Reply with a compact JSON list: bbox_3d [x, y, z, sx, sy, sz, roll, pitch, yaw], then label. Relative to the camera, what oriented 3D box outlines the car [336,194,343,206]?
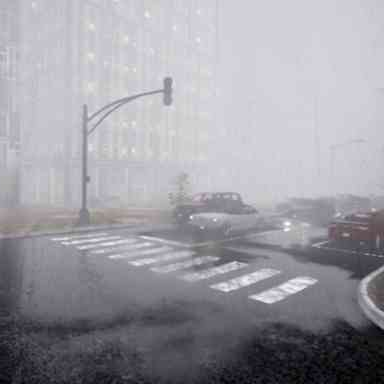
[{"bbox_3d":[12.413,1.107,31.764,1.947,1.339,4.313,2,2,43],"label":"car"}]

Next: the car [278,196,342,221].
[{"bbox_3d":[8.577,1.208,23.861,2.033,1.411,5.357,3,2,43],"label":"car"}]

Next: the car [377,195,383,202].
[{"bbox_3d":[22.563,1.122,38.754,1.812,1.442,4.674,3,2,44],"label":"car"}]

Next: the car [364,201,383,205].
[{"bbox_3d":[10.986,1.418,17.967,1.887,1.381,4.507,2,2,43],"label":"car"}]

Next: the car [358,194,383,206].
[{"bbox_3d":[23.617,1.015,43.756,1.752,1.417,4.829,2,2,43],"label":"car"}]

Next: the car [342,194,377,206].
[{"bbox_3d":[15.393,1.132,31.136,1.837,1.490,4.892,3,2,43],"label":"car"}]

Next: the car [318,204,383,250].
[{"bbox_3d":[7.213,1.438,13.928,1.887,1.381,4.507,2,2,43],"label":"car"}]

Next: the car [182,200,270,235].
[{"bbox_3d":[1.949,1.298,16.765,1.895,1.301,4.718,3,2,43],"label":"car"}]

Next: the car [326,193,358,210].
[{"bbox_3d":[16.189,0.963,35.800,1.967,1.590,4.097,2,2,43],"label":"car"}]

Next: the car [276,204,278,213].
[{"bbox_3d":[8.639,1.105,27.723,1.887,1.381,4.507,2,2,43],"label":"car"}]

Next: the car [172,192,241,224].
[{"bbox_3d":[1.097,0.915,19.640,2.192,1.841,5.009,2,2,43],"label":"car"}]
